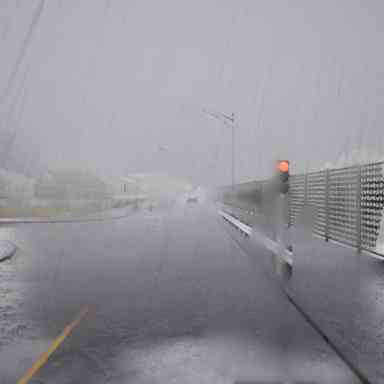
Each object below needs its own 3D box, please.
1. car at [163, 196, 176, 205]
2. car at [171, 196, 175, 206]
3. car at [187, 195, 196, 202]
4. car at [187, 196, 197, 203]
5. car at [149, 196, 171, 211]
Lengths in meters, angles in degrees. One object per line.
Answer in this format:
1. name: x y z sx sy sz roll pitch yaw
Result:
1. car: -4.099 1.477 61.048 1.882 1.535 5.008 0 0 0
2. car: -4.120 1.564 50.594 1.994 1.385 4.181 0 0 0
3. car: -0.042 1.540 77.410 2.033 1.411 5.357 0 0 0
4. car: 0.069 1.477 67.067 1.882 1.535 5.008 0 0 0
5. car: -4.119 1.491 40.657 2.128 1.511 4.902 0 0 0
